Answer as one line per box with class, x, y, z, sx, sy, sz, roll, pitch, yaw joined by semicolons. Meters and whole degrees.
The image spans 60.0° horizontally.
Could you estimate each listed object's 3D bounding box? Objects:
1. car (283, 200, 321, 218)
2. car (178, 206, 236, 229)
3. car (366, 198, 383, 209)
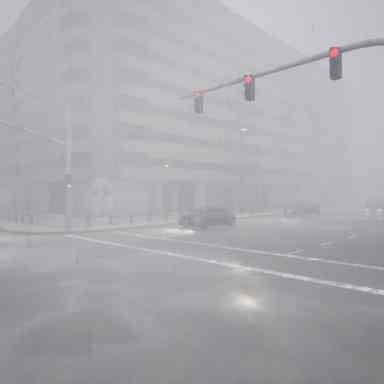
car;10.414;1.546;31.350;4.902;1.511;2.128;0;0;-44
car;1.074;1.641;22.141;1.994;1.385;4.181;-1;0;45
car;25.822;1.543;46.197;4.674;1.442;1.812;0;-1;-44
